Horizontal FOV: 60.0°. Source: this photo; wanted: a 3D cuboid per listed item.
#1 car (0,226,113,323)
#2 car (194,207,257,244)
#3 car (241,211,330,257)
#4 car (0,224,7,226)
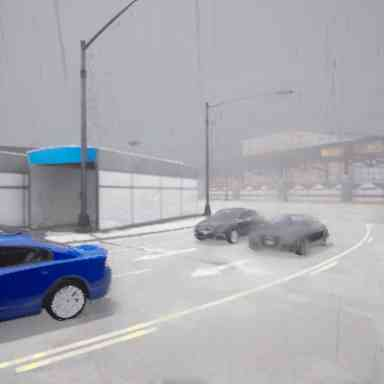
[{"bbox_3d":[-3.893,1.523,5.750,5.008,1.535,1.882,0,0,-37],"label":"car"},{"bbox_3d":[2.026,1.544,16.355,1.837,1.490,4.892,0,0,37],"label":"car"},{"bbox_3d":[3.961,1.580,13.237,1.994,1.385,4.181,-1,0,38],"label":"car"},{"bbox_3d":[-6.220,1.574,8.348,4.892,1.490,1.837,0,0,-37],"label":"car"}]
